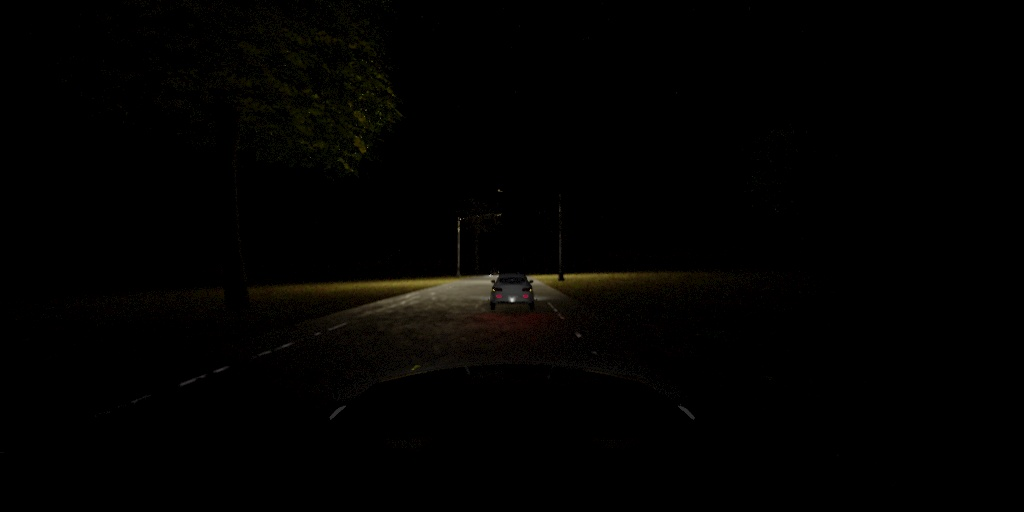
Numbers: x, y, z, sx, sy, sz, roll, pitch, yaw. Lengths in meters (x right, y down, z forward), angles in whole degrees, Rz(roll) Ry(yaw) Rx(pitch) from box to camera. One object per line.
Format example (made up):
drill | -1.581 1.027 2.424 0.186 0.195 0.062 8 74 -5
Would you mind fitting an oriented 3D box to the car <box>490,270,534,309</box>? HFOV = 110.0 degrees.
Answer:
car | 0.017 1.512 16.231 1.812 1.442 4.674 0 -1 0
